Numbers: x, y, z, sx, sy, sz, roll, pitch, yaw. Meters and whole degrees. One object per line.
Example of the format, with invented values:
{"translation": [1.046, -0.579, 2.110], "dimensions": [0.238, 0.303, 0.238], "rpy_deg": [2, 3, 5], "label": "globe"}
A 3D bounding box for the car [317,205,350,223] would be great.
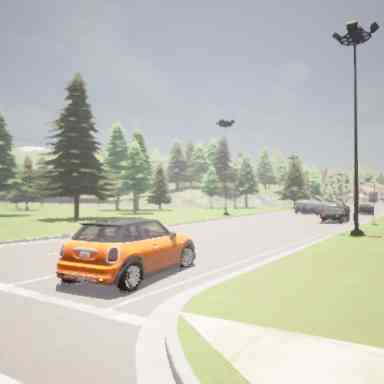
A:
{"translation": [13.911, 2.235, 32.220], "dimensions": [1.895, 1.301, 4.718], "rpy_deg": [-1, -1, 35], "label": "car"}

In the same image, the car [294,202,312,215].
{"translation": [16.498, 2.298, 48.309], "dimensions": [2.097, 1.767, 4.553], "rpy_deg": [-1, -1, 35], "label": "car"}

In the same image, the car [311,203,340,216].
{"translation": [17.662, 2.425, 43.870], "dimensions": [1.994, 1.385, 4.181], "rpy_deg": [-1, -1, 35], "label": "car"}

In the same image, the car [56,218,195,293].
{"translation": [-1.636, 1.545, 9.828], "dimensions": [2.097, 1.767, 4.553], "rpy_deg": [0, -1, 25], "label": "car"}

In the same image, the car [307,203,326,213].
{"translation": [20.191, 2.578, 53.713], "dimensions": [1.812, 1.442, 4.674], "rpy_deg": [-1, -1, 35], "label": "car"}

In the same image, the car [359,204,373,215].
{"translation": [25.088, 2.459, 48.340], "dimensions": [1.837, 1.490, 4.892], "rpy_deg": [-1, -1, 35], "label": "car"}
